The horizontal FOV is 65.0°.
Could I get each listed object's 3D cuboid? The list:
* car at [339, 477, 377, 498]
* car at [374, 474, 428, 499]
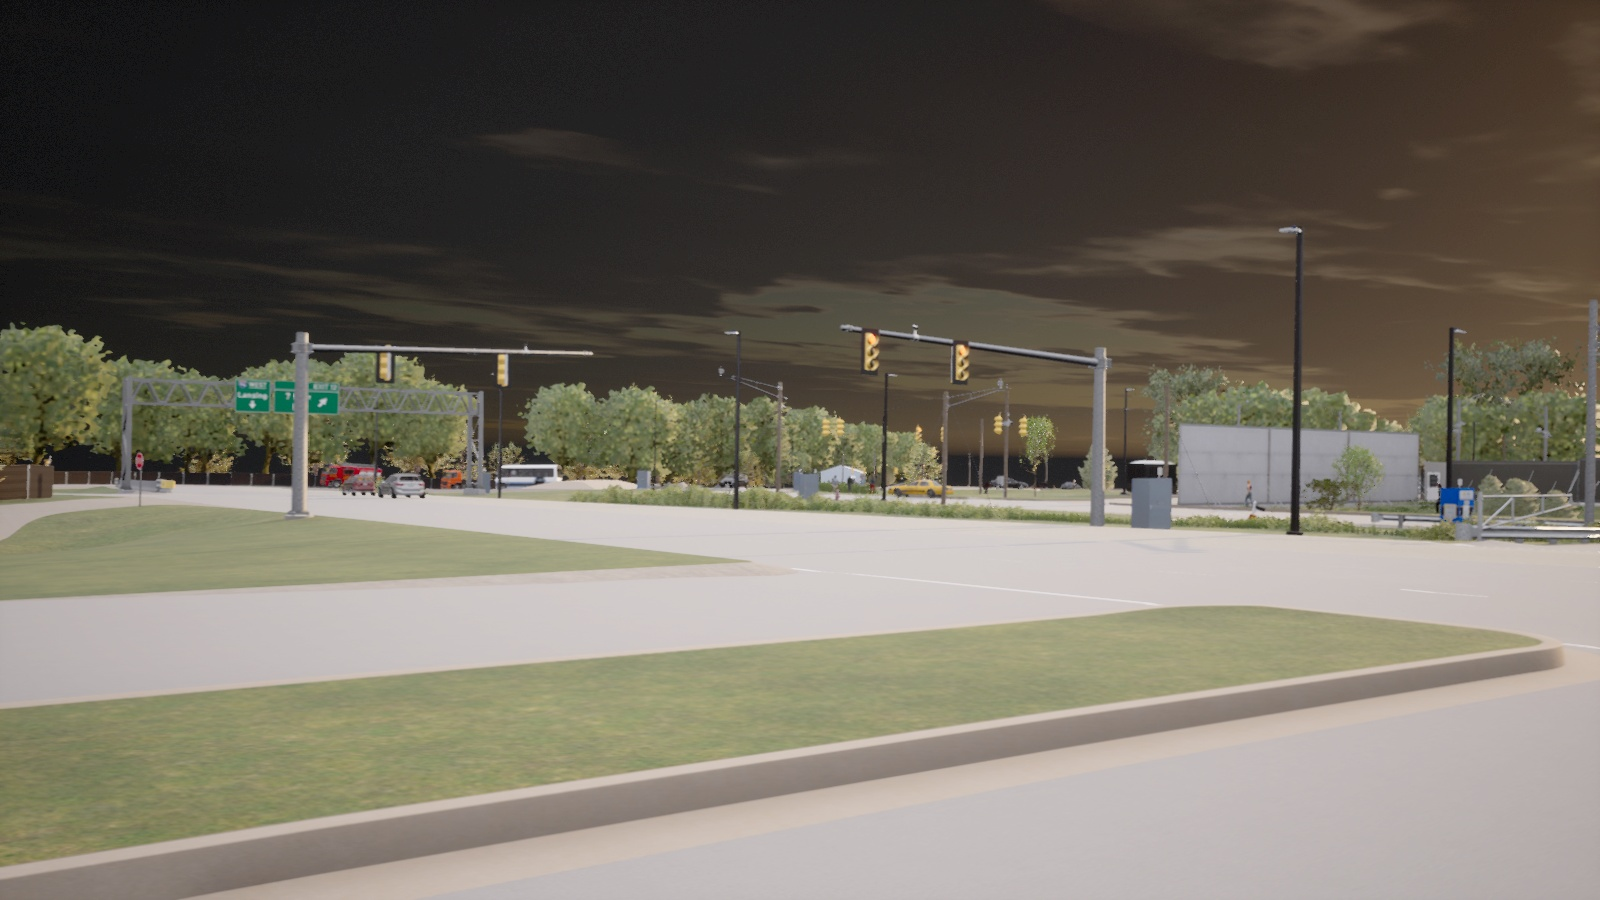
[{"bbox_3d":[-32.968,2.772,93.667,1.789,1.549,3.705,1,-1,-34],"label":"car"},{"bbox_3d":[-27.036,2.460,85.039,2.242,1.667,4.611,1,-1,-34],"label":"car"}]
